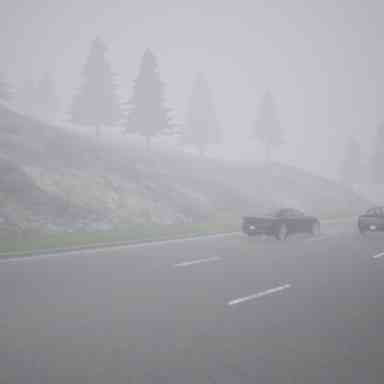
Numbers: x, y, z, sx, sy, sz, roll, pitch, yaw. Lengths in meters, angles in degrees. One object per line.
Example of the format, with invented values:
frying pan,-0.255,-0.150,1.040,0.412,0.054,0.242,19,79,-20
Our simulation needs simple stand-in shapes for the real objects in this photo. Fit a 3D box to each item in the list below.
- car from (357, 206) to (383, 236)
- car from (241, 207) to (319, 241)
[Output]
car,10.510,1.505,17.628,4.902,1.511,2.128,0,0,-42
car,4.649,1.495,17.072,5.008,1.535,1.882,0,0,-42
